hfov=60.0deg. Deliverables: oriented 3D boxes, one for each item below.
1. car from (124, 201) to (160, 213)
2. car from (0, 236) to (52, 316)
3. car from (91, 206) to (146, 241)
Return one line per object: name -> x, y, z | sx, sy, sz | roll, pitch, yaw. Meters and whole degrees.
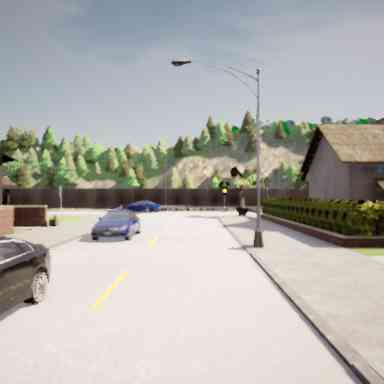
car -> -6.536, 1.855, 42.718 | 5.008, 1.535, 1.882 | 0, -1, 22
car -> -4.046, 1.540, 5.488 | 2.128, 1.511, 4.902 | 0, -1, 1
car -> -3.864, 1.682, 17.734 | 1.812, 1.442, 4.674 | 0, -1, 1
